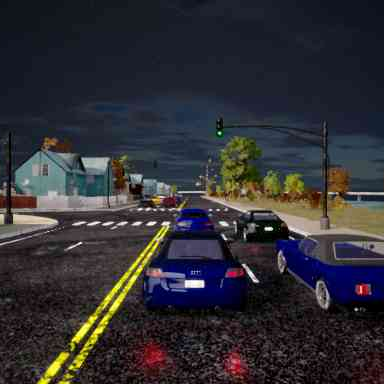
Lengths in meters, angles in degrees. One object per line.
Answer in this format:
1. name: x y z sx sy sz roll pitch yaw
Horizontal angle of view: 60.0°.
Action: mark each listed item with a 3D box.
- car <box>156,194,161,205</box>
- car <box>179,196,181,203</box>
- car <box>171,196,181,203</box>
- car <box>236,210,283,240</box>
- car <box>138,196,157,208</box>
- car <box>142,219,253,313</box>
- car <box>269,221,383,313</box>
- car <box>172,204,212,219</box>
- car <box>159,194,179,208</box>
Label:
1. car: -6.658 1.519 59.112 1.882 1.535 5.008 0 0 0
2. car: -3.409 1.534 59.914 2.128 1.511 4.902 0 0 0
3. car: -3.352 1.538 70.280 1.882 1.535 5.008 0 0 0
4. car: 3.325 1.565 16.397 1.994 1.385 4.181 0 0 0
5. car: -6.662 1.591 48.874 1.994 1.385 4.181 0 0 0
6. car: 0.079 1.564 7.779 1.994 1.385 4.181 0 0 1
7. car: 3.343 1.601 7.619 1.895 1.301 4.718 0 0 0
8. car: 0.061 1.527 16.478 1.812 1.442 4.674 0 0 -2
9. car: -3.408 1.506 49.996 1.882 1.535 5.008 0 0 1
